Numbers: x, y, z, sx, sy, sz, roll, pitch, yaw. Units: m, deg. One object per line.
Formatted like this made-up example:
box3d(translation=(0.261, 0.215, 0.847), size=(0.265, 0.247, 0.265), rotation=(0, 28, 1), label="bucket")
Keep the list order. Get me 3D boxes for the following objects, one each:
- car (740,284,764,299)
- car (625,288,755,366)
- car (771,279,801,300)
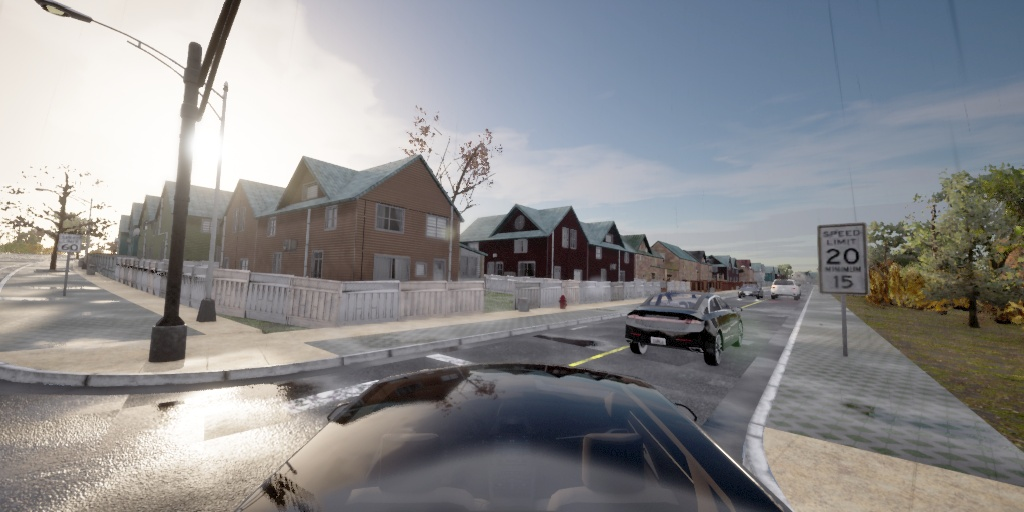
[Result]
box3d(translation=(25.181, 3.703, 37.766), size=(2.128, 1.511, 4.902), rotation=(-2, -4, 40), label="car")
box3d(translation=(4.554, 1.656, 9.180), size=(2.128, 1.511, 4.902), rotation=(-2, -4, 40), label="car")
box3d(translation=(28.328, 3.453, 37.113), size=(2.150, 2.045, 5.566), rotation=(-2, -4, 41), label="car")
